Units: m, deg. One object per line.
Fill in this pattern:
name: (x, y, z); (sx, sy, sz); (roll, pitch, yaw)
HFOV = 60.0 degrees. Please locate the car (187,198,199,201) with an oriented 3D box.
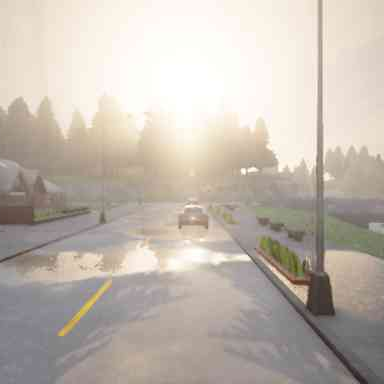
car: (0.087, 1.500, 39.107); (1.837, 1.490, 4.892); (0, 0, 0)

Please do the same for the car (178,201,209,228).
car: (0.092, 1.562, 22.238); (1.994, 1.385, 4.181); (0, 0, 0)
